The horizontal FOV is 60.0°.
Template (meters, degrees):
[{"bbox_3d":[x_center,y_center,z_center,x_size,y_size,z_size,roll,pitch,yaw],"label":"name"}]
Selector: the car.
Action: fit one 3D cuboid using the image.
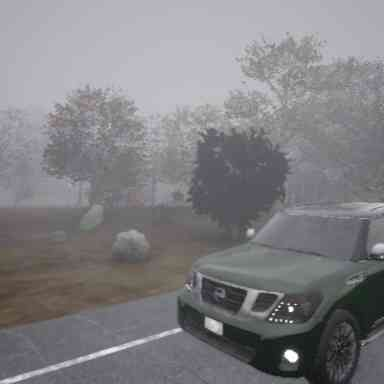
[{"bbox_3d":[2.408,1.233,5.681,5.566,2.045,2.150,0,0,-39],"label":"car"}]
